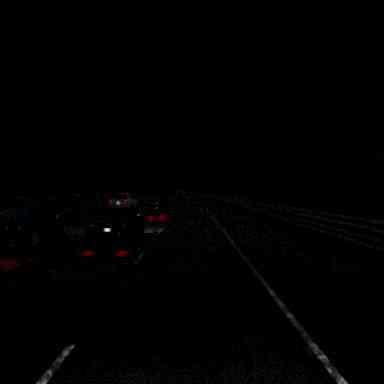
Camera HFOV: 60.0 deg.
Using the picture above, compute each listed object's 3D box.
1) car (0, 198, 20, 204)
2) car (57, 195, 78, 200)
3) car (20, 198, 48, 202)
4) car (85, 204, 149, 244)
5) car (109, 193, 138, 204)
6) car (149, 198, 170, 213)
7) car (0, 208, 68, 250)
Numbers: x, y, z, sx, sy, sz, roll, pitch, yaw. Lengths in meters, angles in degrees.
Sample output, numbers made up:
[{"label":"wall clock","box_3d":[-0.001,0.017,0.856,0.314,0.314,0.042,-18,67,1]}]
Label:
[{"label":"car","box_3d":[-24.569,1.444,45.629,1.895,1.301,4.718,0,0,0]},{"label":"car","box_3d":[-17.568,1.194,46.757,2.097,1.767,4.553,0,0,0]},{"label":"car","box_3d":[-21.073,1.444,45.624,1.895,1.301,4.718,0,0,0]},{"label":"car","box_3d":[-3.397,1.485,15.334,1.994,1.385,4.181,0,0,0]},{"label":"car","box_3d":[-6.895,1.083,33.813,2.150,2.045,5.566,0,0,0]},{"label":"car","box_3d":[-3.395,1.351,34.624,2.128,1.511,4.902,0,0,0]},{"label":"car","box_3d":[-6.897,1.404,14.012,1.882,1.535,5.008,0,0,0]}]
